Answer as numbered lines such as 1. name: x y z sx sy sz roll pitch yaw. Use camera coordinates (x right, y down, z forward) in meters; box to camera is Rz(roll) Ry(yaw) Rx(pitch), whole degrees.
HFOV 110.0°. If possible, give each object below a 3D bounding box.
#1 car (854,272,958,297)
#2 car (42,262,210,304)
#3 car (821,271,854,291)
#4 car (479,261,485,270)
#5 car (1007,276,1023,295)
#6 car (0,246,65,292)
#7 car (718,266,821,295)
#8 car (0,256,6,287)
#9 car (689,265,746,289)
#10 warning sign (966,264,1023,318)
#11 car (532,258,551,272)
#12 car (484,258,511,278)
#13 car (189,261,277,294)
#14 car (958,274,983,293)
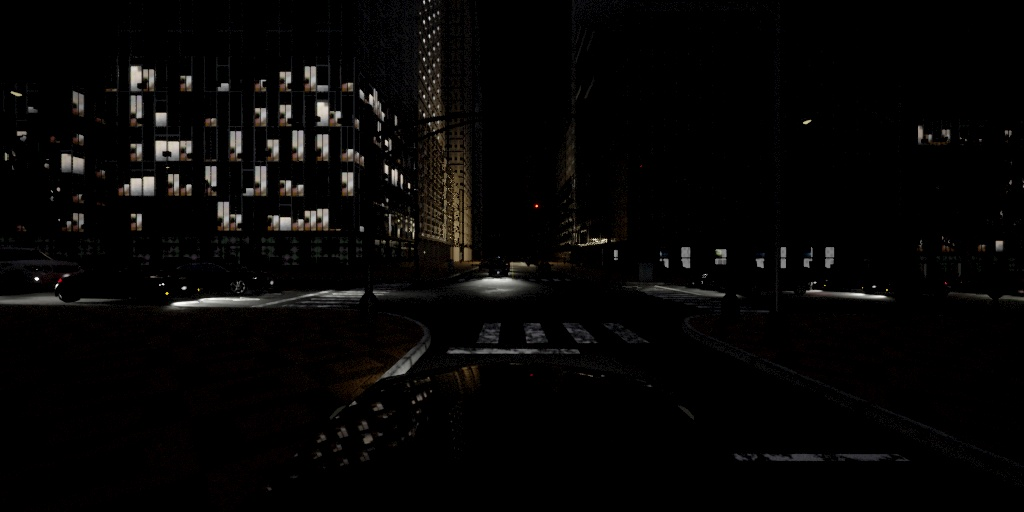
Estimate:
1. car: 24.730 1.782 22.619 4.181 1.385 1.994 1 0 -3
2. car: -15.040 1.063 14.191 4.181 1.385 1.994 1 0 -2
3. car: 23.694 1.762 25.841 4.181 1.385 1.994 1 0 -5
4. car: -3.869 1.343 52.199 1.802 1.307 4.207 0 0 0
5. car: 34.840 1.751 23.046 4.553 1.767 2.097 1 0 -2
6. car: -24.081 0.553 17.051 5.566 2.045 2.150 1 0 -2
7. car: 15.862 1.564 22.244 4.892 1.490 1.837 1 0 -4
8. car: -23.687 0.832 13.820 4.902 1.511 2.128 1 0 -3
9. car: 15.071 1.396 25.452 4.553 1.767 2.097 1 0 -3
10. warning sign: 17.309 1.204 12.837 1.060 1.860 1.300 0 0 -2
11. car: 4.067 1.329 46.681 1.948 1.339 4.313 0 0 0
12. car: -1.313 1.261 35.110 2.128 1.511 4.902 0 0 -2
13. car: -14.241 1.004 17.486 4.902 1.511 2.128 1 0 -3
14. car: 34.030 1.985 26.267 4.718 1.301 1.895 1 0 -3
